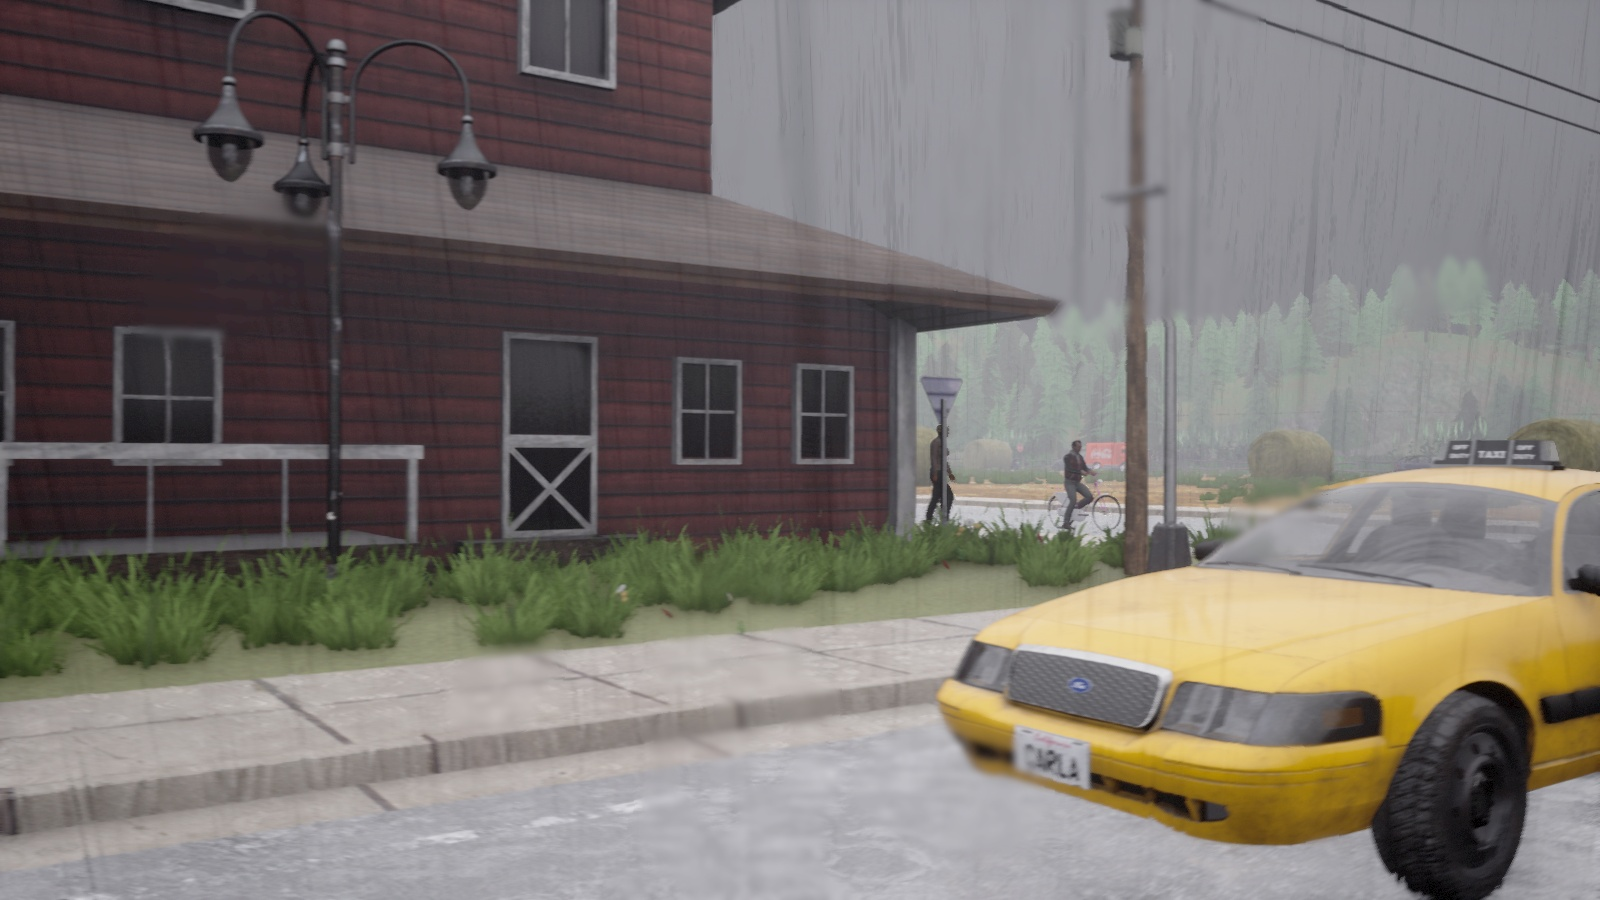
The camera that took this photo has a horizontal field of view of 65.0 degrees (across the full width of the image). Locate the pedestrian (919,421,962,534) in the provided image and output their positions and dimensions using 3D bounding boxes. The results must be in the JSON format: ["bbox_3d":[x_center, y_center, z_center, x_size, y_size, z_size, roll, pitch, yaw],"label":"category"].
[{"bbox_3d":[2.335,0.447,20.866,0.634,1.846,0.331,0,0,24],"label":"pedestrian"}]

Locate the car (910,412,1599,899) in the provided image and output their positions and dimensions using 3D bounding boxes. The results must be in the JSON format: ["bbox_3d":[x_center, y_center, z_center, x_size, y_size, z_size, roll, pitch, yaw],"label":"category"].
[{"bbox_3d":[3.165,0.705,5.862,5.366,1.575,1.801,1,-1,-35],"label":"car"}]

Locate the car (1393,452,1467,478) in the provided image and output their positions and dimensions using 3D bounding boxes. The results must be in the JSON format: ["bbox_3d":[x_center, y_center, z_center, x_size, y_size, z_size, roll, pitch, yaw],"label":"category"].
[{"bbox_3d":[38.744,0.912,77.294,1.789,1.549,3.705,0,0,-32],"label":"car"}]

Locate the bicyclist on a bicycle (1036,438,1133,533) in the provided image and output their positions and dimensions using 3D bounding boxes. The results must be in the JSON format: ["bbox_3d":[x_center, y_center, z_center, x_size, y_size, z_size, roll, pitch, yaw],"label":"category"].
[{"bbox_3d":[5.468,0.664,24.250,0.659,1.776,1.843,0,0,-36],"label":"bicyclist on a bicycle"}]
